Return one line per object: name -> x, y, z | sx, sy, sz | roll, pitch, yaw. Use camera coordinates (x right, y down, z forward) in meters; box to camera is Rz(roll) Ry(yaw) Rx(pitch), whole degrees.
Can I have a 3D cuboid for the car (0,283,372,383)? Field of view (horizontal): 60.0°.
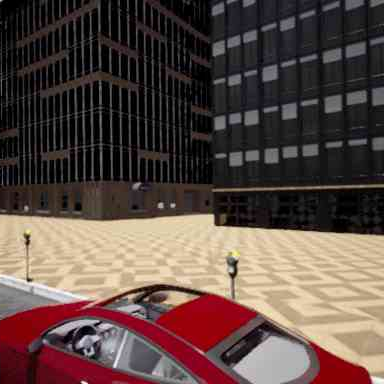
car -> -0.504, 1.606, 3.241 | 4.206, 1.307, 1.802 | -1, -1, 35
